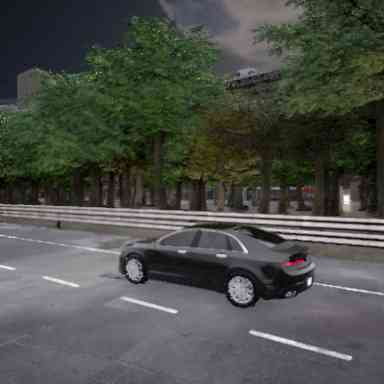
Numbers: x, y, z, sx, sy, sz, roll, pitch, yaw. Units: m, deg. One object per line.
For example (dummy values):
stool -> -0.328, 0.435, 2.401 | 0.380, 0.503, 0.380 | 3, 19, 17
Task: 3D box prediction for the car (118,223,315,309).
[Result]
car -> 0.328, 1.509, 7.936 | 4.892, 1.490, 1.837 | 0, 0, 36
